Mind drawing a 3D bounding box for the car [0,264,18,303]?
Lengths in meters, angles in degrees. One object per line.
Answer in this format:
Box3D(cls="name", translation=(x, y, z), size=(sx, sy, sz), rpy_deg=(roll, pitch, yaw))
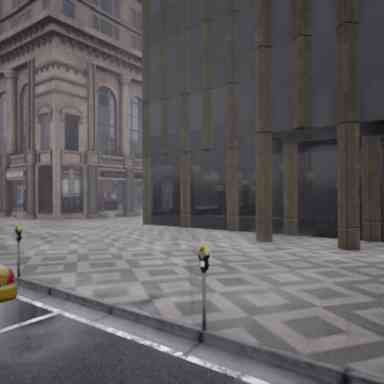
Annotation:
Box3D(cls="car", translation=(-5.488, 1.549, 6.907), size=(4.829, 1.417, 1.752), rpy_deg=(0, 0, 36))
